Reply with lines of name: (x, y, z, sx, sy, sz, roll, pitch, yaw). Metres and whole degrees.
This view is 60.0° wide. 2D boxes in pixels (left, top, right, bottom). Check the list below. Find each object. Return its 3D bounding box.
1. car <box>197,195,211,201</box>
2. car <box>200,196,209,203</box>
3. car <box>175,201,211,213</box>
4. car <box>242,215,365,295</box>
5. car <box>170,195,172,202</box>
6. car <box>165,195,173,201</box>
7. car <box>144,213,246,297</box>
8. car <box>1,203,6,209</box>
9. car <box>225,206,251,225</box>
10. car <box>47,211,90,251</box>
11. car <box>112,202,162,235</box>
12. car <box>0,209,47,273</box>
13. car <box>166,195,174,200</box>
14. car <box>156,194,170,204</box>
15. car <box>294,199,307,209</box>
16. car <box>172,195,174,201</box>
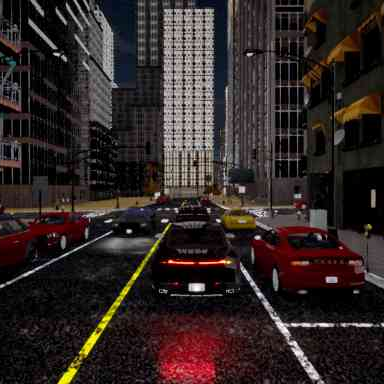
car: (2.561, 1.435, 63.161, 1.967, 1.590, 4.097, -1, 0, 0)
car: (2.551, 1.520, 68.891, 1.752, 1.417, 4.829, -1, 0, 0)
car: (0.061, 1.475, 18.791, 1.882, 1.535, 5.008, 0, 0, 0)
car: (2.666, 1.543, 8.589, 1.887, 1.381, 4.507, -1, 0, 0)
car: (-5.831, 1.310, 68.707, 2.192, 1.841, 5.009, -1, 0, 0)
car: (-5.861, 1.521, 85.215, 1.752, 1.417, 4.829, -1, 0, 0)
car: (0.082, 1.503, 8.518, 1.837, 1.490, 4.892, 0, 0, 0)
car: (-23.921, 1.744, 38.386, 4.097, 1.590, 1.967, -1, 1, -1)
car: (2.644, 1.522, 19.805, 1.752, 1.417, 4.829, -1, 0, 0)
car: (-5.725, 1.542, 14.110, 1.887, 1.381, 4.507, -1, 0, 0)
car: (-3.057, 1.545, 18.946, 2.033, 1.411, 5.357, 0, 0, 1)
car: (-5.716, 1.439, 8.586, 1.967, 1.590, 4.097, -1, 0, 0)
car: (-5.871, 1.541, 90.944, 1.887, 1.381, 4.507, -1, 0, 0)
car: (-5.818, 1.540, 63.147, 1.887, 1.381, 4.507, -1, 0, 0)
car: (14.178, 1.254, 38.782, 4.507, 1.381, 1.887, -1, 1, -1)
car: (-5.842, 1.311, 74.266, 2.192, 1.841, 5.009, -1, 0, 0)
